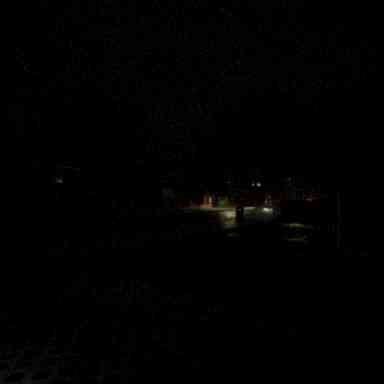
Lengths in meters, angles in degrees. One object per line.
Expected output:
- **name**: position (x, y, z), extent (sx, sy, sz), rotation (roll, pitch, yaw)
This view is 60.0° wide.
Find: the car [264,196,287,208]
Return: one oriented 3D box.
- **car**: position (12.186, 1.365, 48.195), extent (2.097, 1.767, 4.553), rotation (0, 0, 36)
